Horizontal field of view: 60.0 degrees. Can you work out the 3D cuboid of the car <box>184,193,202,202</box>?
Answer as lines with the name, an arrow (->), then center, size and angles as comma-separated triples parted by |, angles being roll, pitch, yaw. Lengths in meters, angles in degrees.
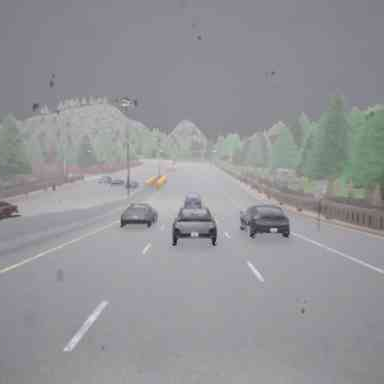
car -> 0.108, 0.813, 37.166 | 1.812, 1.442, 4.674 | 0, 4, 0

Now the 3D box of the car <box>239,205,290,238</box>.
car -> 3.604, 1.409, 17.070 | 1.837, 1.490, 4.892 | 0, 0, 0

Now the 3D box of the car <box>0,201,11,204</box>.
car -> -14.086, 1.335, 23.142 | 1.882, 1.535, 5.008 | 0, 1, 0

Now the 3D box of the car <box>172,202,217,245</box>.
car -> 0.104, 1.406, 15.119 | 2.128, 1.511, 4.902 | 0, 0, 0

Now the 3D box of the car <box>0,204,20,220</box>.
car -> -10.592, 1.507, 16.525 | 1.895, 1.301, 4.718 | 0, 0, 0

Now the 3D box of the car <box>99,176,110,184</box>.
car -> -17.416, -2.471, 67.040 | 2.128, 1.511, 4.902 | 0, 7, 0

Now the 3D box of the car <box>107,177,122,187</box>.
car -> -13.953, -1.820, 62.468 | 1.895, 1.301, 4.718 | 0, 7, 1

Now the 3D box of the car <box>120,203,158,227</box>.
car -> -3.395, 1.437, 21.879 | 1.994, 1.385, 4.181 | 0, 0, 0

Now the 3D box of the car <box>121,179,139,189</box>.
car -> -10.502, -1.294, 57.844 | 1.994, 1.385, 4.181 | 0, 7, 1
